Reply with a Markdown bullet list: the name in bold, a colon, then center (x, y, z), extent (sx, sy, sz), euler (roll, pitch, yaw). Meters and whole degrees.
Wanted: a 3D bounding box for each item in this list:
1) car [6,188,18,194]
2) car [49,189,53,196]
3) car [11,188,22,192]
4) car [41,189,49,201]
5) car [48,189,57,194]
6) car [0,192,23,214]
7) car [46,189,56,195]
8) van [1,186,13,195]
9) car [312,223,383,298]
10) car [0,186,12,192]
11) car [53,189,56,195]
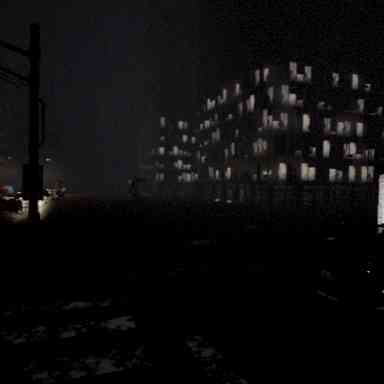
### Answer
- **car**: center (-41.355, -0.156, 76.395), extent (1.802, 1.307, 4.206), euler (0, 1, -20)
- **car**: center (-25.877, 0.309, 58.015), extent (1.887, 1.381, 4.507), euler (0, 1, -20)
- **car**: center (-26.519, 0.377, 52.284), extent (2.033, 1.411, 5.357), euler (1, 1, -20)
- **car**: center (-22.055, 0.521, 47.385), extent (2.008, 1.369, 4.403), euler (0, 1, -20)
- **car**: center (-35.431, -0.164, 84.590), extent (1.802, 1.307, 4.206), euler (0, 1, -20)
- **car**: center (-14.412, 0.928, 26.125), extent (1.887, 1.381, 4.507), euler (0, 1, -20)
- **car**: center (-33.520, -0.100, 79.275), extent (1.887, 1.381, 4.507), euler (0, 1, -20)
- **van**: center (-39.443, -0.295, 71.075), extent (1.690, 1.788, 3.998), euler (0, 1, -20)
- **car**: center (4.940, 1.429, 7.852), extent (4.313, 1.339, 1.947), euler (1, 2, -20)
- **car**: center (-37.533, -0.219, 65.761), extent (2.192, 1.841, 5.009), euler (0, 1, -20)
- **car**: center (-31.667, -0.021, 74.120), extent (1.752, 1.417, 4.829), euler (0, 1, -20)
